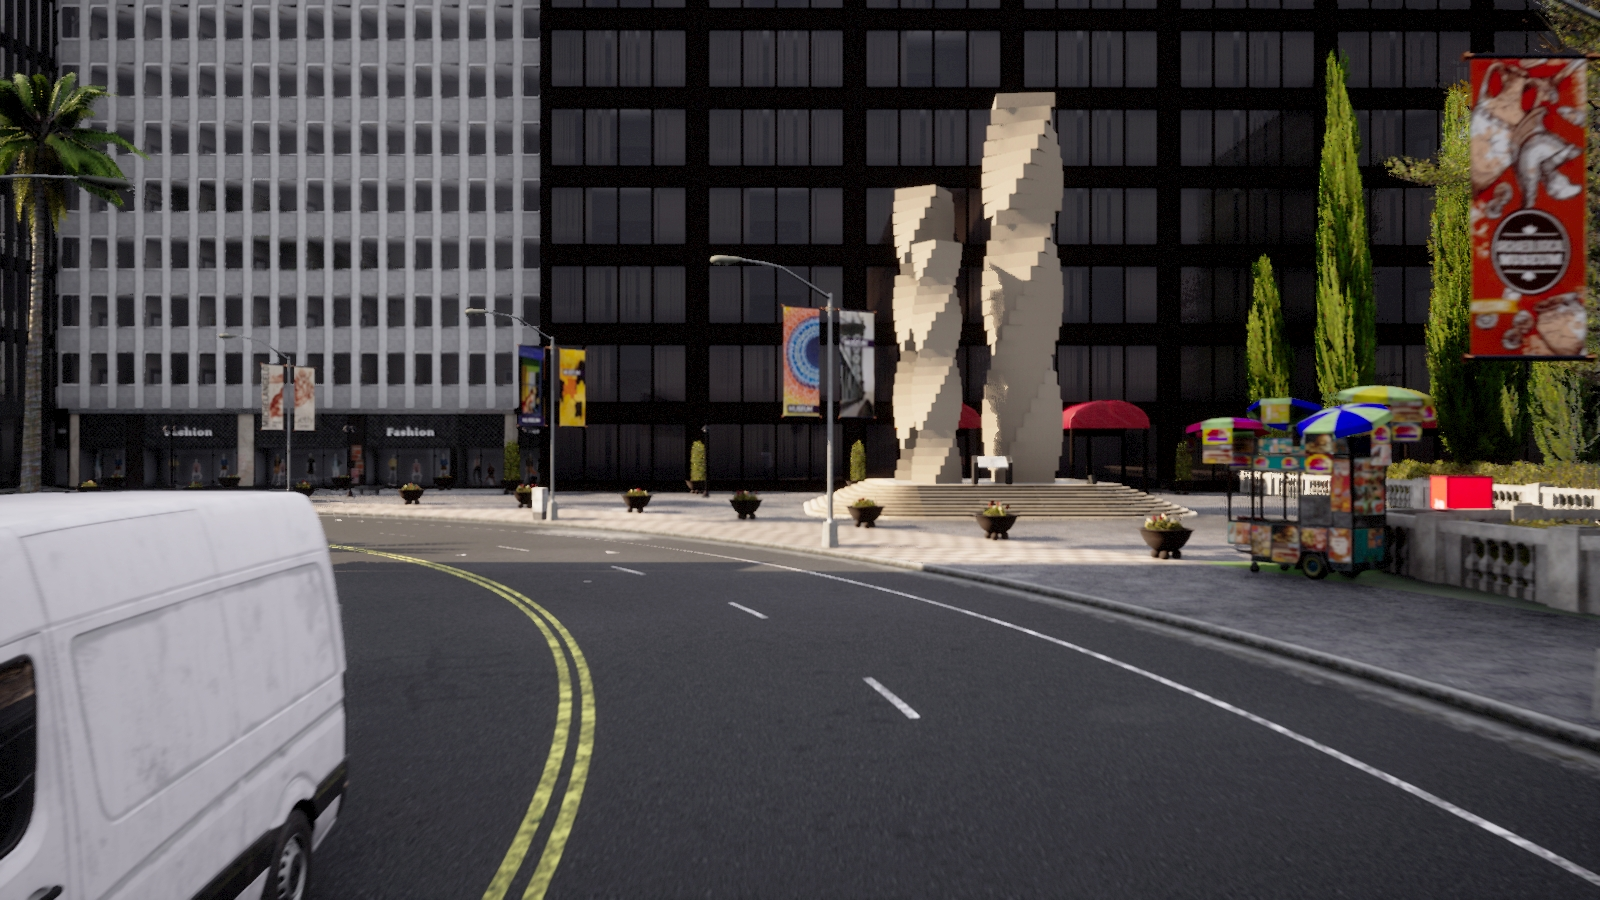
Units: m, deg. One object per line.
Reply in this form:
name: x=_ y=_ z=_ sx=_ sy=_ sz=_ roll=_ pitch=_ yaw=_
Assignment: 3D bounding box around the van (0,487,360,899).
van: x=-3.759 y=1.534 z=4.803 sx=1.988 sy=2.561 sz=5.915 roll=0 pitch=0 yaw=-5
